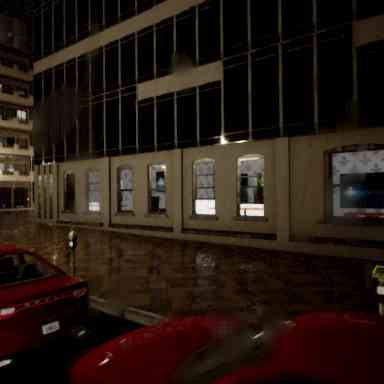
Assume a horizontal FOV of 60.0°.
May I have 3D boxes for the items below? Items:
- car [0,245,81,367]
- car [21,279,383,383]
[{"bbox_3d":[-3.561,1.545,5.414,4.507,1.381,1.887,0,-1,35],"label":"car"},{"bbox_3d":[1.016,1.545,2.158,4.507,1.381,1.887,0,-1,35],"label":"car"}]
